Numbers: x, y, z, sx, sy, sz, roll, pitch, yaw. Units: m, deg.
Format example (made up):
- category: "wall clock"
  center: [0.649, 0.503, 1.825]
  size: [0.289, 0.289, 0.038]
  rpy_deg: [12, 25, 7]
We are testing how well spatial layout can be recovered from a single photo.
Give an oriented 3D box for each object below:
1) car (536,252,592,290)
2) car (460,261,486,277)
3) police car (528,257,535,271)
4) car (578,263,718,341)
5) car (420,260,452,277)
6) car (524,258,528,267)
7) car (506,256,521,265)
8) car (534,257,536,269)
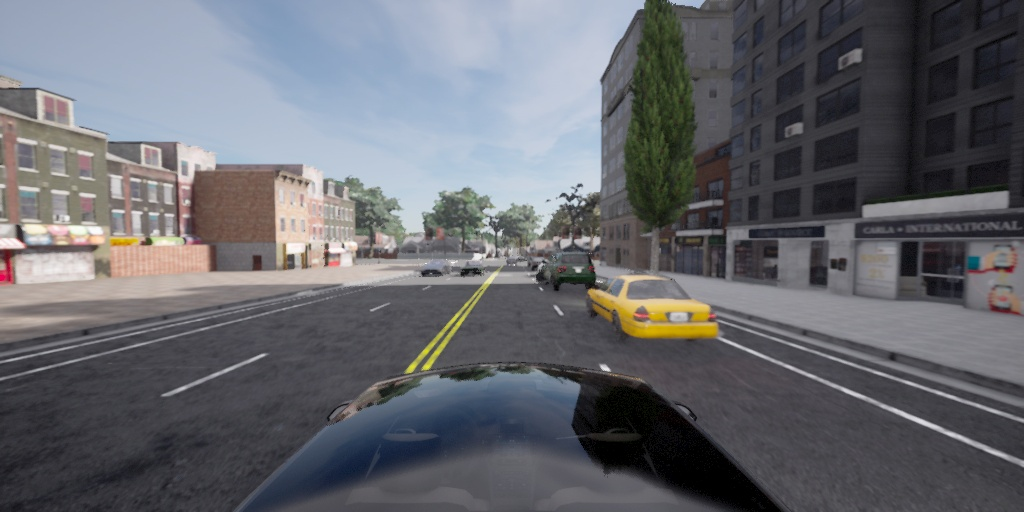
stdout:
- category: "car"
  center: [3.074, 0.803, 20.767]
  size: [2.150, 2.045, 5.566]
  rpy_deg: [0, 1, -6]
- category: "car"
  center: [-3.359, 1.107, 31.274]
  size: [1.895, 1.301, 4.718]
  rpy_deg: [0, 0, 0]
- category: "police car"
  center: [3.233, 0.869, 42.482]
  size: [1.930, 1.638, 5.238]
  rpy_deg: [0, 0, 0]
- category: "car"
  center: [3.246, 1.133, 9.539]
  size: [1.801, 1.575, 5.366]
  rpy_deg: [0, 1, 0]
- category: "car"
  center: [-6.610, 1.050, 31.840]
  size: [2.033, 1.411, 5.357]
  rpy_deg: [0, 0, 0]
- category: "car"
  center: [3.228, 0.902, 53.381]
  size: [1.837, 1.490, 4.892]
  rpy_deg: [0, 0, 0]
- category: "car"
  center: [-0.026, 0.857, 63.266]
  size: [2.128, 1.511, 4.902]
  rpy_deg: [0, 0, 0]
- category: "car"
  center: [3.237, 1.031, 31.364]
  size: [1.812, 1.442, 4.674]
  rpy_deg: [0, 0, 0]
